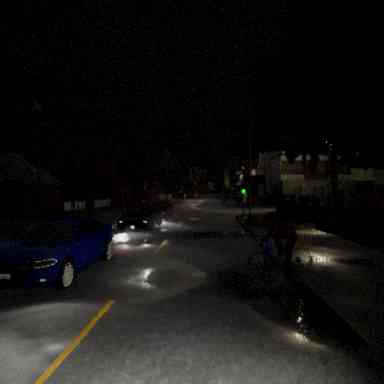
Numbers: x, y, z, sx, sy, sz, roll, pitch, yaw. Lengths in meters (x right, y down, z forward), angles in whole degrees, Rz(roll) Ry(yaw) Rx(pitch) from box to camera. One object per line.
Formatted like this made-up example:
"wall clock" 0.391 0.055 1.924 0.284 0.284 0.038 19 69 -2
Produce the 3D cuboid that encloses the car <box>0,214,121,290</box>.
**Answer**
"car" -3.657 1.448 9.242 1.882 1.535 5.008 0 0 3

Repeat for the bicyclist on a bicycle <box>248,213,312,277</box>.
"bicyclist on a bicycle" 2.231 1.360 8.624 1.656 1.620 0.582 -6 0 3

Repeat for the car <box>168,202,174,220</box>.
"car" -2.569 1.464 26.922 2.033 1.411 5.357 0 0 3

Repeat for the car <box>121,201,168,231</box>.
"car" -3.003 1.484 20.344 2.033 1.411 5.357 0 0 4
